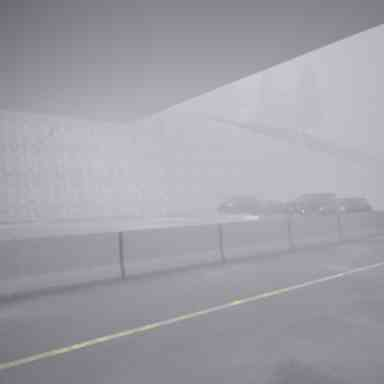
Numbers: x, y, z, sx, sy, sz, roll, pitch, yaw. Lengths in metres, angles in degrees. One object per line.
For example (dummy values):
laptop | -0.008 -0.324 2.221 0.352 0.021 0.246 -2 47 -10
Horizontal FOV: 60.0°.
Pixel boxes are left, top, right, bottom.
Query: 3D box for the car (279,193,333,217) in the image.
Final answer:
car | 10.312 1.087 28.440 5.566 2.045 2.150 0 0 -35

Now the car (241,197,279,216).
car | 6.940 1.436 30.353 4.181 1.385 1.994 0 0 -35

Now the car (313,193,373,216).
car | 11.597 1.218 25.068 4.553 1.767 2.097 -1 0 -35

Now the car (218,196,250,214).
car | 4.724 1.224 33.073 4.553 1.767 2.097 -1 0 -35
